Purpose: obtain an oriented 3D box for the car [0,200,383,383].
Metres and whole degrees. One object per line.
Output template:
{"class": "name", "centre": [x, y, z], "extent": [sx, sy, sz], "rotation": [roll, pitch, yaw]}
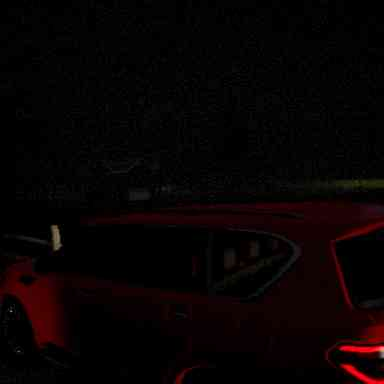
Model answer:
{"class": "car", "centre": [-0.318, 1.178, 4.062], "extent": [5.566, 2.045, 2.150], "rotation": [-3, 1, 39]}
